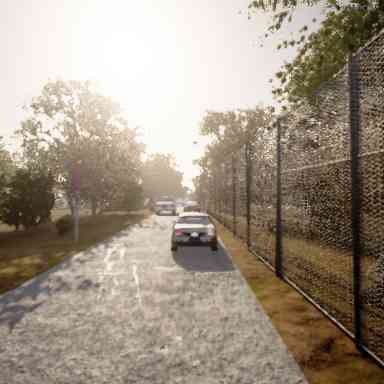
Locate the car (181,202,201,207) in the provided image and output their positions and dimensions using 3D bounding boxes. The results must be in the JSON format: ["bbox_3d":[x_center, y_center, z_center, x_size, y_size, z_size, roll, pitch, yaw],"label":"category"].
[{"bbox_3d":[0.010,1.773,35.742,1.812,1.442,4.674,0,-1,0],"label":"car"}]

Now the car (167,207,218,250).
[{"bbox_3d":[0.086,1.573,14.361,2.033,1.411,5.357,0,0,0],"label":"car"}]

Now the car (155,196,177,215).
[{"bbox_3d":[-2.956,1.505,38.130,2.150,2.045,5.566,0,-1,0],"label":"car"}]

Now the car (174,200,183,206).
[{"bbox_3d":[-3.196,2.575,79.284,1.994,1.385,4.181,0,-2,-1],"label":"car"}]
